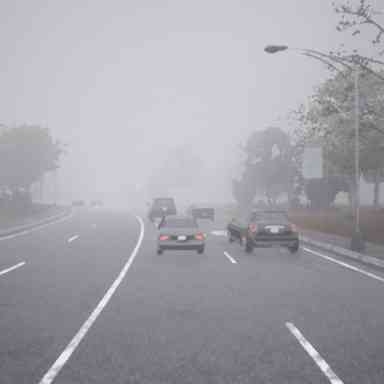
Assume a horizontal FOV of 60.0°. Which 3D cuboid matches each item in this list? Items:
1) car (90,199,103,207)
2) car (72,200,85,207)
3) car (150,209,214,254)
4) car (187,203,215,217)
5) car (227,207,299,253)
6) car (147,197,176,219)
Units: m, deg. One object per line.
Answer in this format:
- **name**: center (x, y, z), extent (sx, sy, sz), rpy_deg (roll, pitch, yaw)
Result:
- **car**: center (-19.142, 2.126, 66.641), extent (2.128, 1.511, 4.902), rpy_deg (0, -1, -25)
- **car**: center (-22.204, 2.181, 64.997), extent (1.895, 1.301, 4.718), rpy_deg (0, -1, -27)
- **car**: center (-0.572, 1.681, 14.165), extent (2.033, 1.411, 5.357), rpy_deg (0, -1, -5)
- **car**: center (0.653, 1.764, 30.325), extent (1.882, 1.535, 5.008), rpy_deg (0, 0, -11)
- **car**: center (2.904, 1.487, 14.570), extent (2.097, 1.767, 4.553), rpy_deg (0, -1, -5)
- **car**: center (-2.694, 1.490, 29.215), extent (2.150, 2.045, 5.566), rpy_deg (0, 0, -11)
